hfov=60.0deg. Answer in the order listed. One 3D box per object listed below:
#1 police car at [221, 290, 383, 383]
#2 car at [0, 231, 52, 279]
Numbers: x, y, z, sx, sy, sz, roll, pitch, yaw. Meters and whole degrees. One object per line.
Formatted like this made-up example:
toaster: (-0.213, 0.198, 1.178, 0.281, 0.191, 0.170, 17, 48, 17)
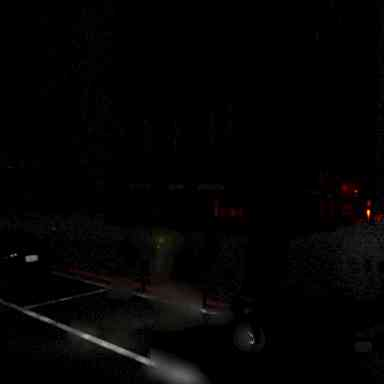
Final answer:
police car: (2.772, 1.675, 3.431, 5.238, 1.638, 1.930, 0, -3, 37)
car: (-6.140, 1.900, 10.519, 4.313, 1.339, 1.947, 0, -3, 37)
